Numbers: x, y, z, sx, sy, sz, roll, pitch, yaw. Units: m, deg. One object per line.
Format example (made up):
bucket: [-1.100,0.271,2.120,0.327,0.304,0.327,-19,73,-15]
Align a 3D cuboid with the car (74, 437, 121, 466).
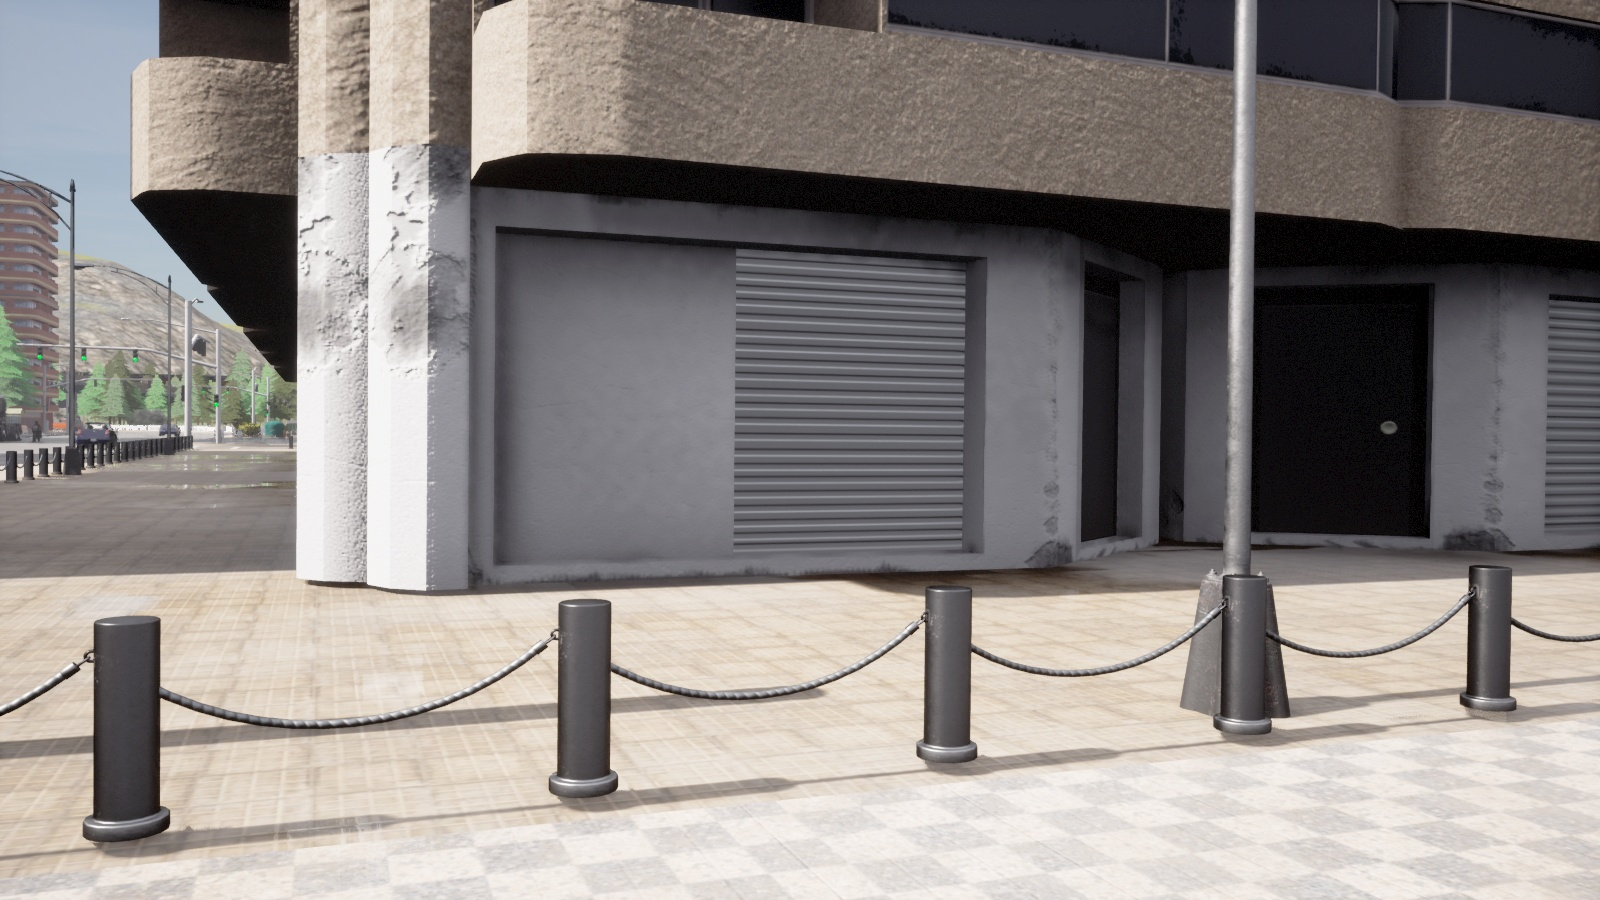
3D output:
car: [-39.459,0.062,70.622,1.845,1.501,3.633,-1,1,-22]
